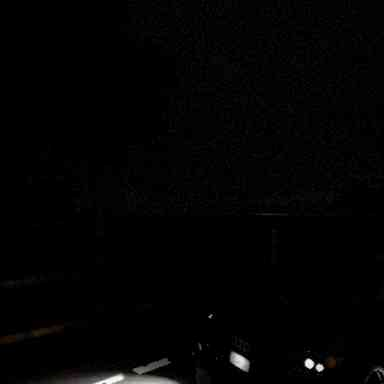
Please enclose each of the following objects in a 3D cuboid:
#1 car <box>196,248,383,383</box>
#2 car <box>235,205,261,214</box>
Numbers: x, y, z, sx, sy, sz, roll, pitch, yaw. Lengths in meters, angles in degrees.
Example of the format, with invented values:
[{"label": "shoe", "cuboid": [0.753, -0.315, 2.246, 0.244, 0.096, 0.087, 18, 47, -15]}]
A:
[{"label": "car", "cuboid": [2.109, 1.547, 4.574, 4.181, 1.385, 1.994, 0, 0, -35]}, {"label": "car", "cuboid": [9.249, 2.893, 55.079, 2.128, 1.511, 4.902, 0, -2, -35]}]
